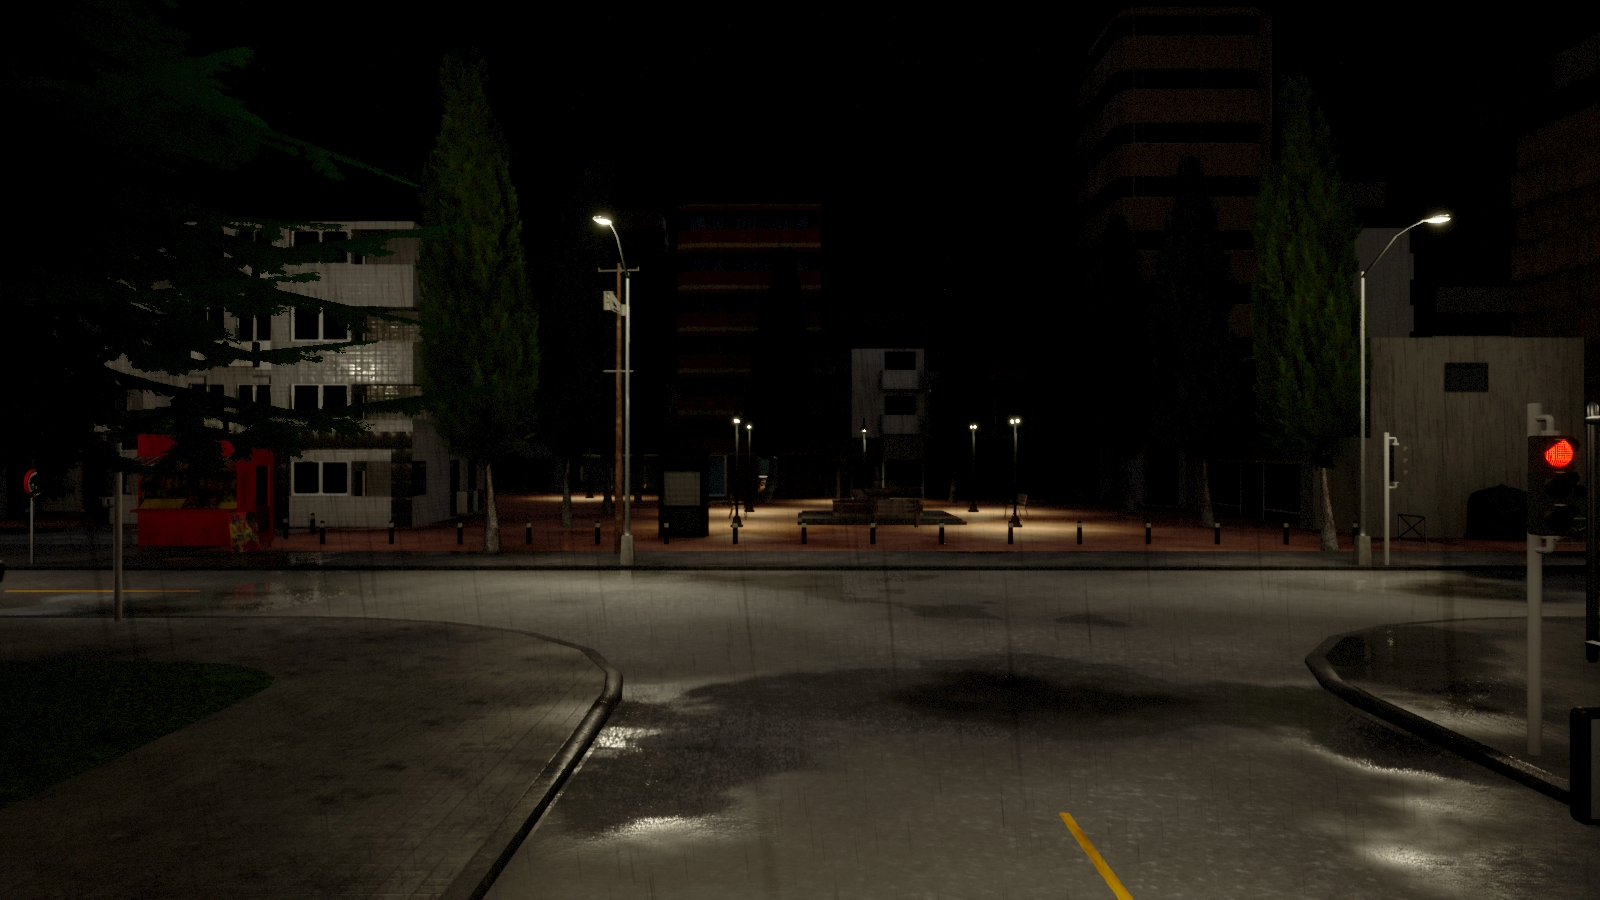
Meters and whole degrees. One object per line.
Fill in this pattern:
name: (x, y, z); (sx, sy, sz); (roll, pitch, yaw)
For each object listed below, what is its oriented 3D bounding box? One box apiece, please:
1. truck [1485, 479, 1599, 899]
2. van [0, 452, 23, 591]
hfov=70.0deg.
truck: (4.017, 1.349, 1.921); (2.627, 2.467, 5.204); (0, 0, 0)
van: (-17.687, 1.323, 20.650); (5.915, 2.561, 1.988); (0, 0, 0)
